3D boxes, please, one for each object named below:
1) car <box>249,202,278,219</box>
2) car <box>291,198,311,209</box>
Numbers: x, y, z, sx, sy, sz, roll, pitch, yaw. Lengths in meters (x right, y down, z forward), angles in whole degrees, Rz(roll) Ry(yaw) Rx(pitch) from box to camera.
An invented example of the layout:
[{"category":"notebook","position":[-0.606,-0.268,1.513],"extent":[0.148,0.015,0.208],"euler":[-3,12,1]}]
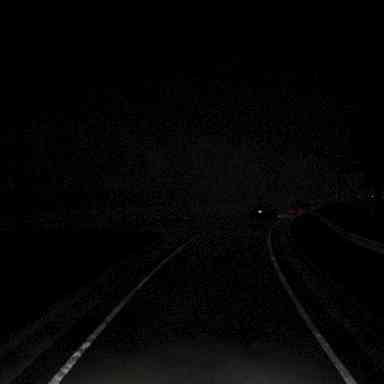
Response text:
[{"category":"car","position":[6.347,1.593,29.168],"extent":[1.994,1.385,4.181],"euler":[0,0,22]},{"category":"car","position":[14.935,1.586,45.638],"extent":[1.812,1.442,4.674],"euler":[0,0,30]}]
